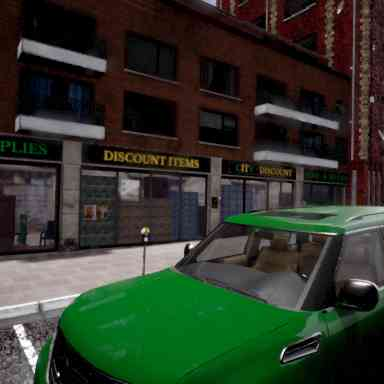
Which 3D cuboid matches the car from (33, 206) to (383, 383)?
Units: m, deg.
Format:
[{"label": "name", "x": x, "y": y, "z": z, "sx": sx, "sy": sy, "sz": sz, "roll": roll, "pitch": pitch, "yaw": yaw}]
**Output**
[{"label": "car", "x": 1.270, "y": 1.224, "z": 3.849, "sx": 5.566, "sy": 2.045, "sz": 2.150, "roll": 0, "pitch": 0, "yaw": -35}]
